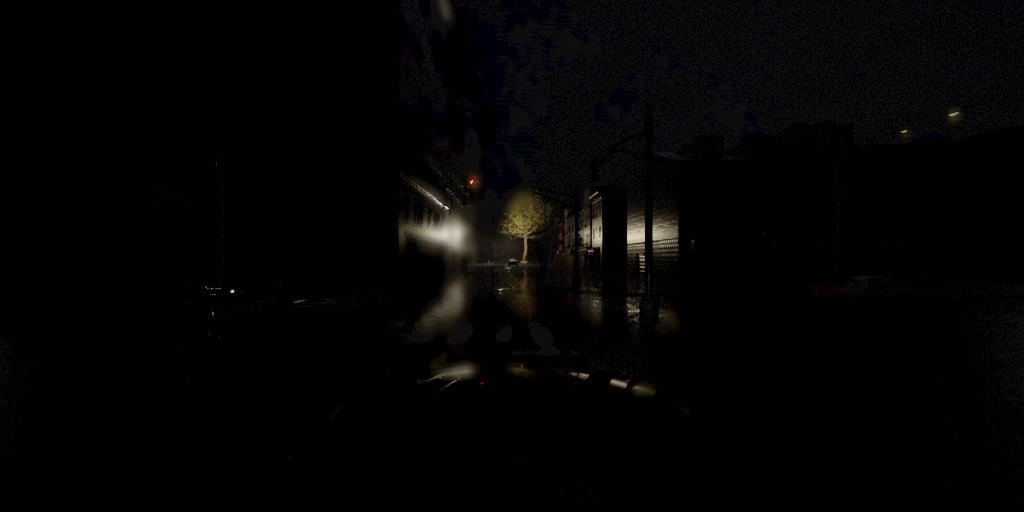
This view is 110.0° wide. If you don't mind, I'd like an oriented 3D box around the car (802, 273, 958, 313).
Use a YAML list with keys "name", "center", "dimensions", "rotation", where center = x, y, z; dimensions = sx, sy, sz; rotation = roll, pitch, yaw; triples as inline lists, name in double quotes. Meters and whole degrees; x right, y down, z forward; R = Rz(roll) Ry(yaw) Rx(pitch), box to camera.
- name: "car"
  center: [13.904, 1.346, 13.654]
  dimensions: [4.829, 1.417, 1.751]
  rotation: [0, 0, 0]

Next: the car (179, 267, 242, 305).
- name: "car"
  center: [-13.758, 1.178, 14.542]
  dimensions: [4.892, 1.490, 1.837]
  rotation: [0, 0, 0]
